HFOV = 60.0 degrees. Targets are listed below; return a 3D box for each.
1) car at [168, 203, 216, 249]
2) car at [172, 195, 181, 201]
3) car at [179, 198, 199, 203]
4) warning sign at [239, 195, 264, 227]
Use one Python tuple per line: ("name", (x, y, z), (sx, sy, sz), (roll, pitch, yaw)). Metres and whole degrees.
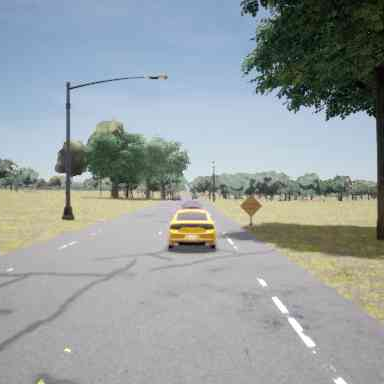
("car", (0.000, 1.486, 14.650), (1.882, 1.535, 5.008), (0, 0, 0))
("car", (-3.499, 1.342, 75.913), (1.882, 1.535, 5.008), (0, 0, 0))
("car", (0.000, 1.532, 29.650), (1.812, 1.442, 4.674), (0, 0, 0))
("warning sign", (3.548, 1.115, 19.984), (1.300, 1.860, 1.060), (0, 0, 0))
